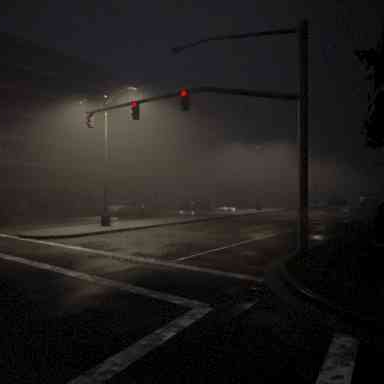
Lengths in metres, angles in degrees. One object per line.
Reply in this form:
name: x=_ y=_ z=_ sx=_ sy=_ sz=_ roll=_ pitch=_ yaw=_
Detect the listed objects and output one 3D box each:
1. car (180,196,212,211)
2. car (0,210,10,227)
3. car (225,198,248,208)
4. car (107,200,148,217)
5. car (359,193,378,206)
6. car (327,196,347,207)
car: x=0.563 y=1.351 z=41.067 sx=2.097 sy=1.767 sz=4.553 roll=0 pitch=0 yaw=36
car: x=-13.934 y=1.565 z=21.078 sx=1.994 sy=1.385 sz=4.181 roll=0 pitch=0 yaw=36
car: x=6.614 y=1.564 z=49.391 sx=1.994 sy=1.385 sz=4.181 roll=0 pitch=0 yaw=35
car: x=-6.203 y=1.525 z=31.741 sx=1.812 sy=1.442 sz=4.674 roll=0 pitch=0 yaw=36
car: x=28.732 y=1.221 z=54.038 sx=2.150 sy=2.045 sz=5.566 roll=0 pitch=0 yaw=36
car: x=22.485 y=1.352 z=51.383 sx=2.097 sy=1.767 sz=4.553 roll=0 pitch=0 yaw=36
